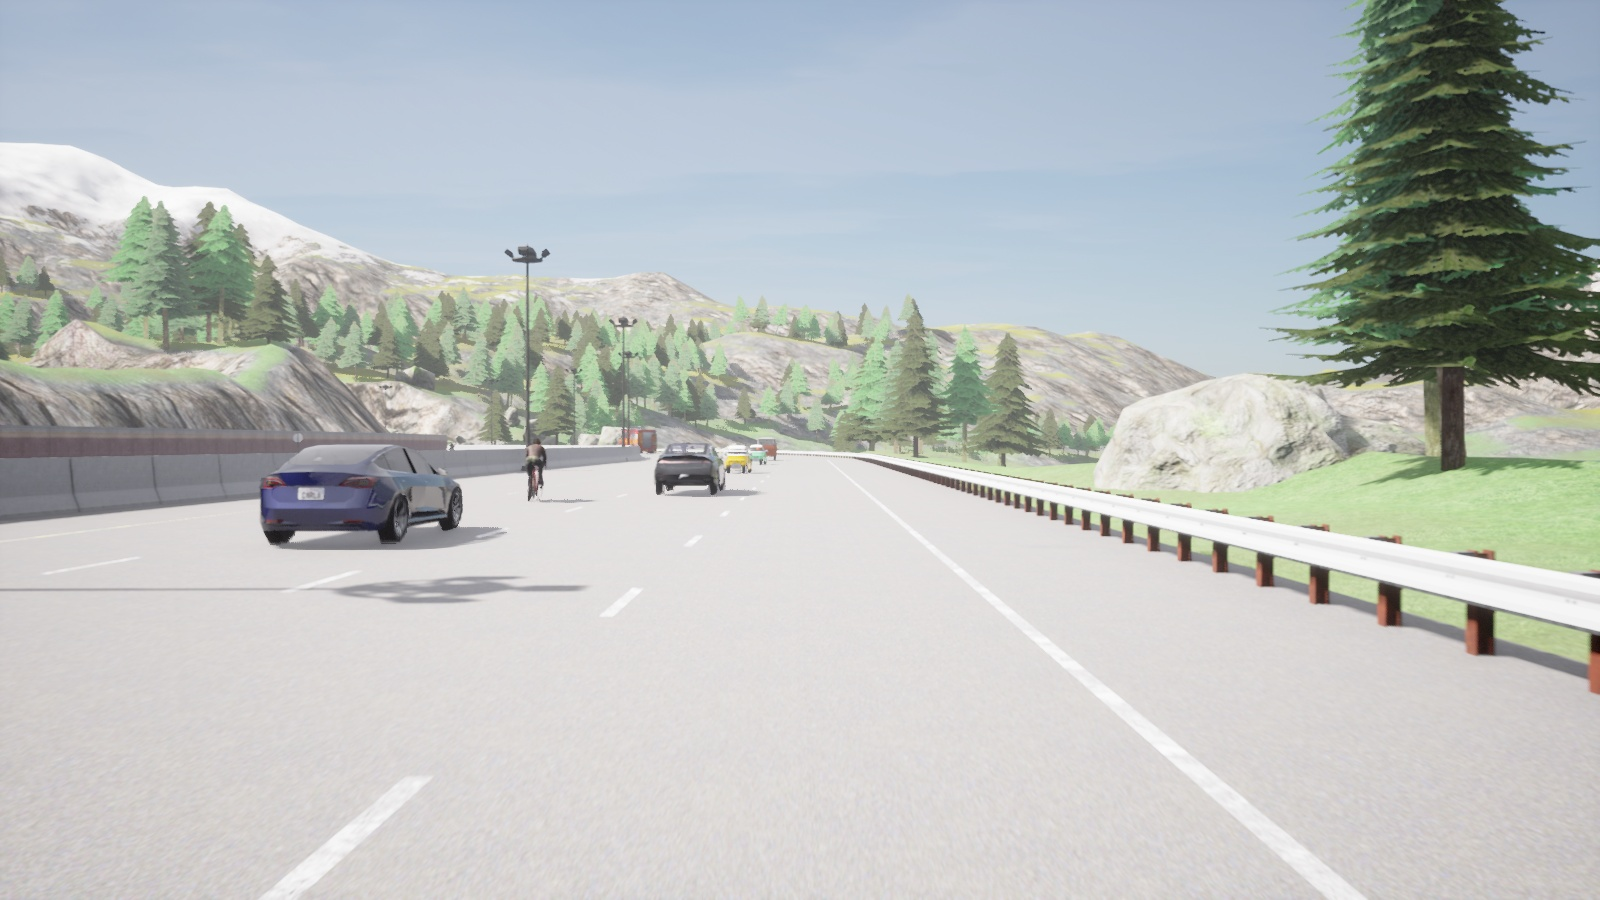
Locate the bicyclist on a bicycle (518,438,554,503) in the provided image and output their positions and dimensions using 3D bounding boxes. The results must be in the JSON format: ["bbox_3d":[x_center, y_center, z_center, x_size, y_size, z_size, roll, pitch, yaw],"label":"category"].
[{"bbox_3d":[-6.798,0.511,32.395,0.582,1.620,1.656,0,0,0],"label":"bicyclist on a bicycle"}]

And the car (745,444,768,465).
[{"bbox_3d":[-2.986,0.311,86.609,1.481,1.376,2.207,0,1,0],"label":"car"}]

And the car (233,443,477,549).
[{"bbox_3d":[-6.870,0.628,20.038,2.163,1.488,4.792,0,0,0],"label":"car"}]

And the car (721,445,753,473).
[{"bbox_3d":[-3.122,0.444,62.958,1.481,1.376,2.207,0,1,0],"label":"car"}]

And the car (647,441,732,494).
[{"bbox_3d":[-3.266,0.486,37.998,2.128,1.511,4.902,0,0,0],"label":"car"}]
